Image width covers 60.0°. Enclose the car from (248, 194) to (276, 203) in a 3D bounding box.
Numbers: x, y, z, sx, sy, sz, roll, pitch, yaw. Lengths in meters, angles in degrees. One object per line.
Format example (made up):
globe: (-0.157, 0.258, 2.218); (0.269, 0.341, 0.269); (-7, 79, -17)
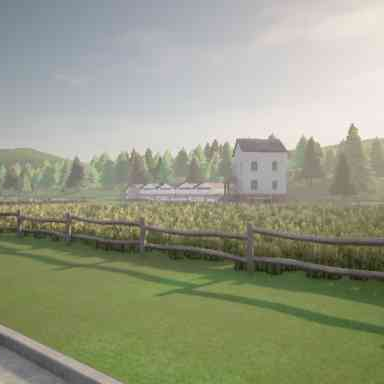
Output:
car: (12.063, 1.208, 57.458); (4.605, 1.855, 1.932); (0, 0, 35)
